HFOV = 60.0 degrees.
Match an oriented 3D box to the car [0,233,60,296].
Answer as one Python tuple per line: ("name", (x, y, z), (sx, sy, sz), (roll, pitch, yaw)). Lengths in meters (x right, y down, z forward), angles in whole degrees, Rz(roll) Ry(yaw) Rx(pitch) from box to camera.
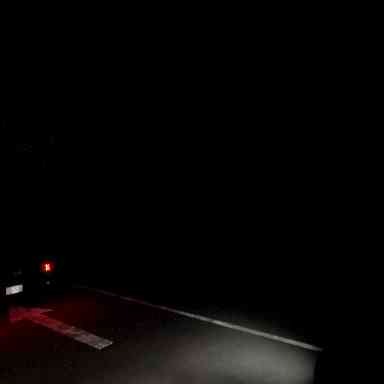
("car", (-5.231, 1.601, 7.732), (4.718, 1.301, 1.895), (0, 0, 36))

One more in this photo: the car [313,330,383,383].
("car", (3.061, 1.526, 1.733), (4.674, 1.442, 1.812), (0, 0, 36))
